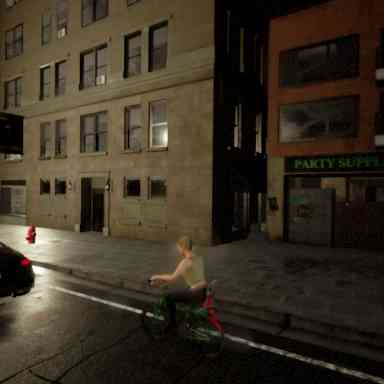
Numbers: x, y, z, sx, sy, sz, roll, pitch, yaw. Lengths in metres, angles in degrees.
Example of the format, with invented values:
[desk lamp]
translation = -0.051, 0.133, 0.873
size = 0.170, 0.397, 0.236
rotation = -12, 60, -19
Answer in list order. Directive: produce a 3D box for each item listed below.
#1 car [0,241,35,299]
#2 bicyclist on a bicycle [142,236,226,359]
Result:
[car]
translation = -5.362, 1.563, 7.409
size = 4.181, 1.385, 1.994
rotation = 0, 0, 36
[bicyclist on a bicycle]
translation = -0.169, 1.436, 4.775
size = 1.509, 1.612, 0.866
rotation = 0, 0, 35
